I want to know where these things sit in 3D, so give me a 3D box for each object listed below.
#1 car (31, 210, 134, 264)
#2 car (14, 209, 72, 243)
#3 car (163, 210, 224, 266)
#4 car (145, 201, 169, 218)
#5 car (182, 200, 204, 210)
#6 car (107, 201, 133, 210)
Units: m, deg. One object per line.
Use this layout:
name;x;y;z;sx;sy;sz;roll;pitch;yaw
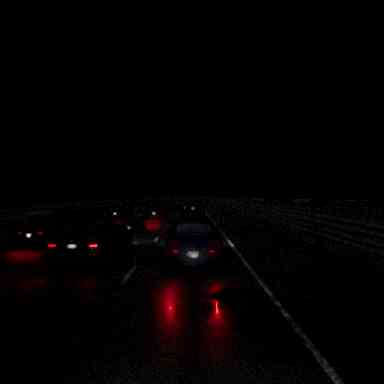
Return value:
car;-3.419;1.612;12.001;2.033;1.411;5.357;0;0;0
car;-6.912;1.594;16.535;1.837;1.490;4.892;0;0;0
car;0.079;1.588;11.639;1.812;1.442;4.674;0;0;1
car;-3.414;1.690;32.335;1.837;1.490;4.892;0;0;0
car;0.085;1.535;31.951;2.097;1.767;4.553;0;0;0
car;-6.912;1.677;32.277;1.837;1.490;4.892;0;0;0
